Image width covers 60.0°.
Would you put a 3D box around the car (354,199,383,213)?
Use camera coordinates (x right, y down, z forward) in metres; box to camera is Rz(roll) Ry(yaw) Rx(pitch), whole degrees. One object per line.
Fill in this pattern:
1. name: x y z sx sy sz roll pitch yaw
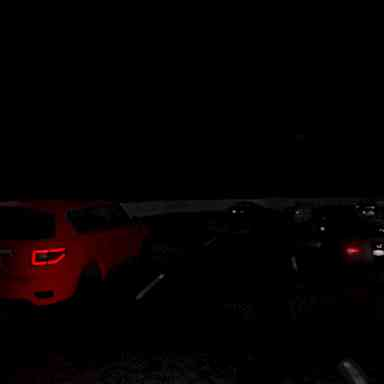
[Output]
1. car: 20.423 1.508 37.626 4.181 1.385 1.994 0 0 -37

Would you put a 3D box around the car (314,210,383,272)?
1. car: 5.266 1.529 10.567 2.033 1.411 5.357 0 0 16

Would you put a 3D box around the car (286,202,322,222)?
1. car: 8.822 1.497 25.871 1.994 1.385 4.181 0 0 33

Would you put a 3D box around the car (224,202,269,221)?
1. car: 4.381 1.456 26.106 2.033 1.411 5.357 0 0 32

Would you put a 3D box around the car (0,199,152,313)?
1. car: -2.638 1.173 7.815 2.150 2.045 5.566 0 0 10

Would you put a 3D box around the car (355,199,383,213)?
1. car: 15.657 1.448 28.924 2.128 1.511 4.902 0 0 42
